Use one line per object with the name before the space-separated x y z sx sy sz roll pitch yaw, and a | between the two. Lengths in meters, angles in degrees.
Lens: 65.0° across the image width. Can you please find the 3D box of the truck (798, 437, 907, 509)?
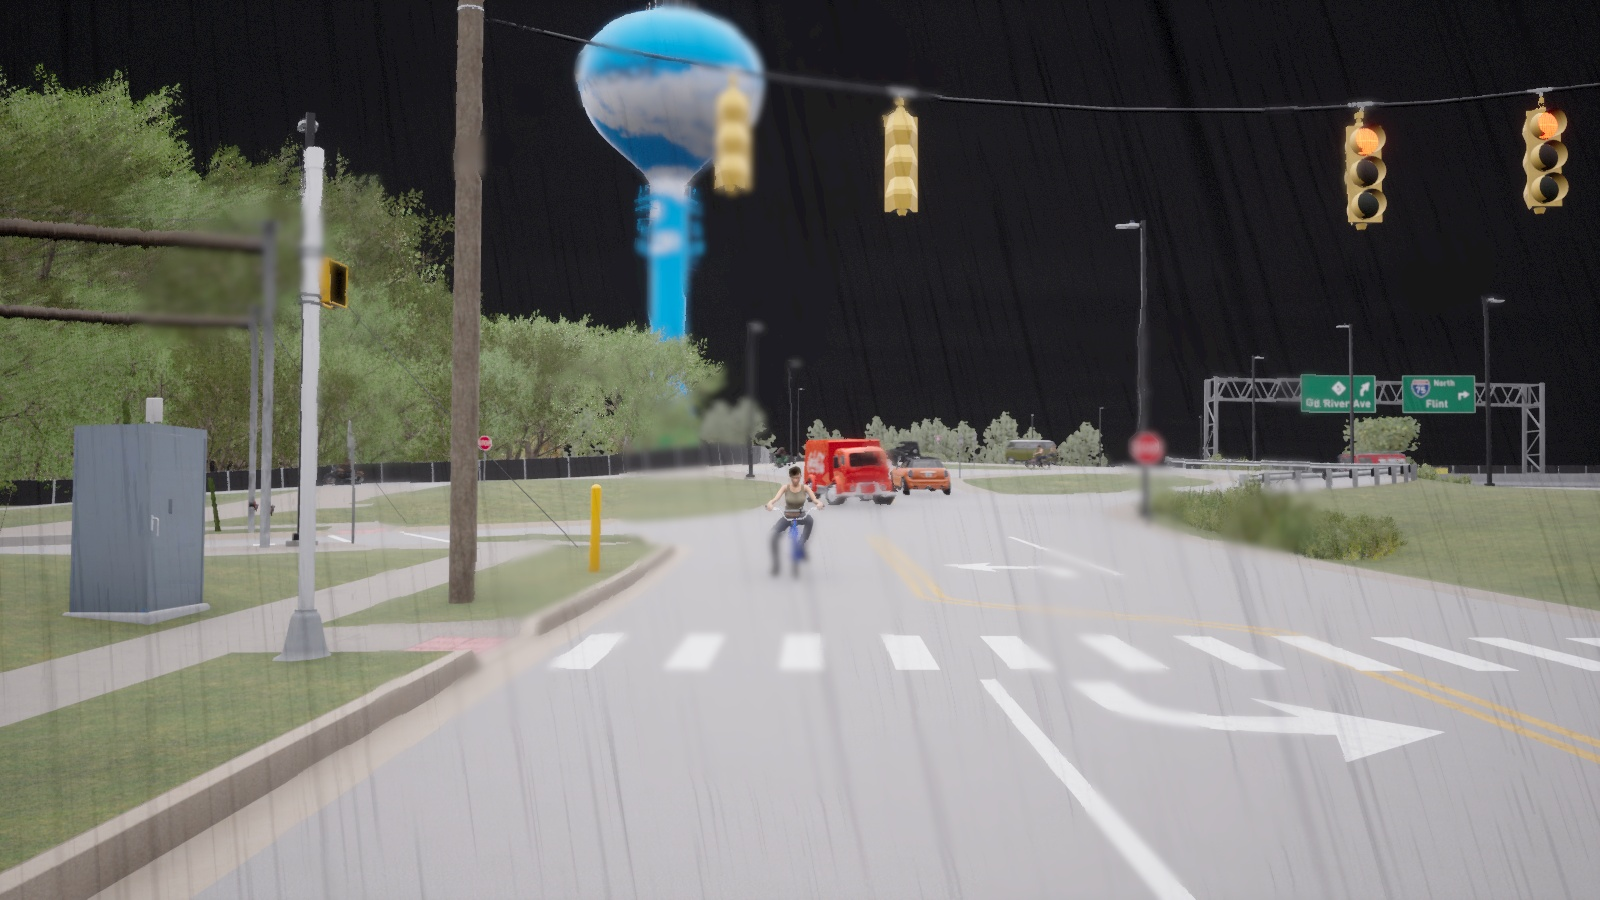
truck | 1.910 0.809 47.834 2.627 2.467 5.204 -2 1 -15

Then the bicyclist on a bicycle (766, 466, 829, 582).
bicyclist on a bicycle | -0.056 1.042 18.222 0.866 1.612 1.509 0 -1 -1

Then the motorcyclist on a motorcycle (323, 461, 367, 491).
motorcyclist on a motorcycle | -27.339 1.548 75.447 2.350 1.649 0.766 -3 0 -31

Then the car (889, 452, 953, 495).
car | 5.419 1.020 56.912 2.097 1.767 4.553 0 1 -5
